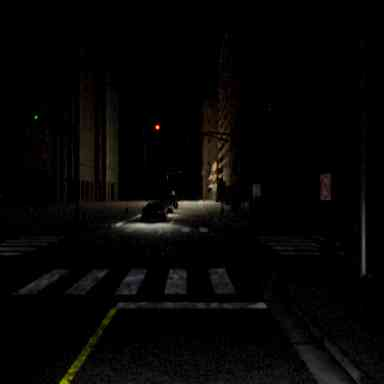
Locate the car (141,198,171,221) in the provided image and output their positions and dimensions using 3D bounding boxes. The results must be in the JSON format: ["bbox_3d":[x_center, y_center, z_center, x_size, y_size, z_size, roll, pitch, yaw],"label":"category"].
[{"bbox_3d":[-3.154,1.594,28.481,1.882,1.535,5.008,0,0,0],"label":"car"}]

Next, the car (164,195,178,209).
[{"bbox_3d":[-3.182,1.421,49.156,2.150,2.045,5.566,0,0,0],"label":"car"}]

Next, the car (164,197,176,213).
[{"bbox_3d":[-3.175,1.683,38.444,1.812,1.442,4.674,0,0,0],"label":"car"}]
